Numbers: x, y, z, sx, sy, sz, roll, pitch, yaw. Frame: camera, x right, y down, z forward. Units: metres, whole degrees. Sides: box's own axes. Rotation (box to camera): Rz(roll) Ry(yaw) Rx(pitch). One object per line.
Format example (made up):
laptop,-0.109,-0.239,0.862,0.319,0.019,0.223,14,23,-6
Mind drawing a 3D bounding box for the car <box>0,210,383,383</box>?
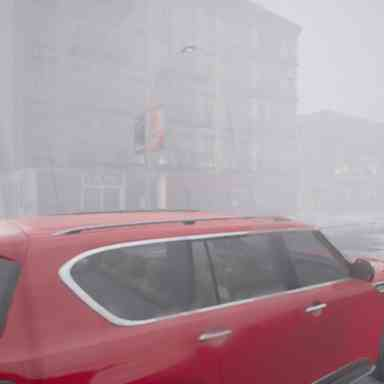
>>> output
car,0.408,1.231,3.730,5.566,2.045,2.150,0,0,-36
